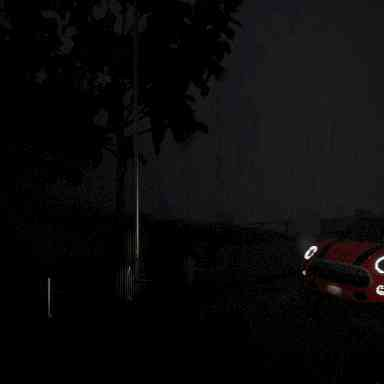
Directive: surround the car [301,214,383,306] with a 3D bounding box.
[{"bbox_3d":[4.658,1.351,7.919,4.553,1.767,2.097,0,0,-35],"label":"car"}]
